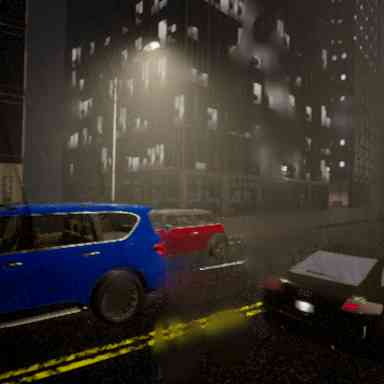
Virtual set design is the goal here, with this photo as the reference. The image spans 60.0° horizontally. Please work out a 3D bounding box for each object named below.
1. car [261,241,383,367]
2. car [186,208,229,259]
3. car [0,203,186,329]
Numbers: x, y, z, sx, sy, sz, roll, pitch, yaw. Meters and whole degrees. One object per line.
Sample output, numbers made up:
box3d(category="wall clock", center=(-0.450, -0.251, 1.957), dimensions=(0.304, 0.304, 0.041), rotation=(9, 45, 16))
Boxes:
box3d(category="car", center=(3.190, 1.601, 5.900), dimensions=(4.181, 1.385, 1.994), rotation=(0, 0, -37))
box3d(category="car", center=(-0.965, 1.384, 11.147), dimensions=(4.553, 1.767, 2.097), rotation=(0, 0, -37))
box3d(category="car", center=(-3.053, 1.226, 5.549), dimensions=(5.566, 2.045, 2.150), rotation=(0, 0, -36))
